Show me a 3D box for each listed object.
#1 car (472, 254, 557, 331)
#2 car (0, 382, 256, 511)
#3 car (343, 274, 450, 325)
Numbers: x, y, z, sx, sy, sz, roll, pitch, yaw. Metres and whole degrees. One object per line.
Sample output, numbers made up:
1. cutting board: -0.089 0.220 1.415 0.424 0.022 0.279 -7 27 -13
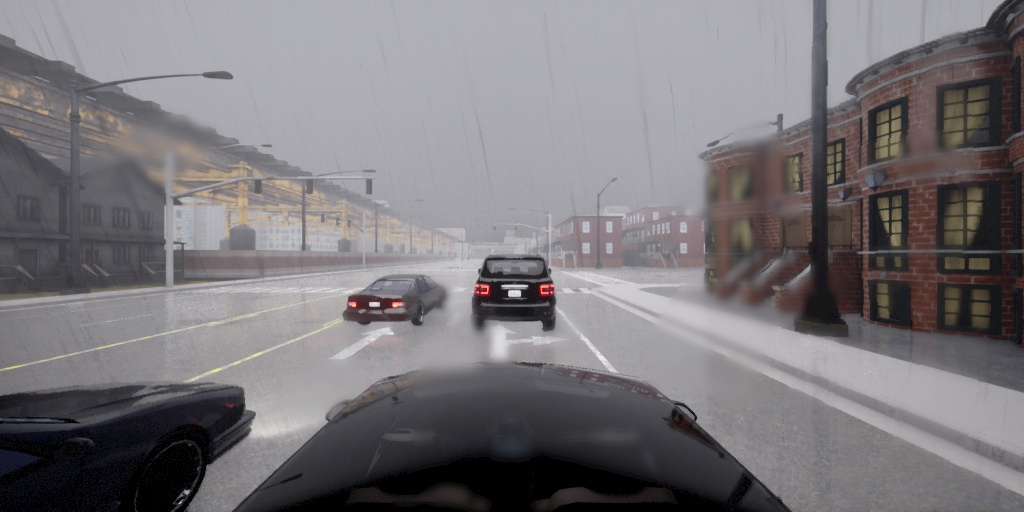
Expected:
1. car: 0.082 0.971 11.076 2.150 2.045 5.566 0 0 0
2. car: -3.381 1.296 0.993 2.033 1.411 5.357 0 0 -1
3. car: -3.443 1.297 11.757 2.033 1.411 5.357 0 0 2
